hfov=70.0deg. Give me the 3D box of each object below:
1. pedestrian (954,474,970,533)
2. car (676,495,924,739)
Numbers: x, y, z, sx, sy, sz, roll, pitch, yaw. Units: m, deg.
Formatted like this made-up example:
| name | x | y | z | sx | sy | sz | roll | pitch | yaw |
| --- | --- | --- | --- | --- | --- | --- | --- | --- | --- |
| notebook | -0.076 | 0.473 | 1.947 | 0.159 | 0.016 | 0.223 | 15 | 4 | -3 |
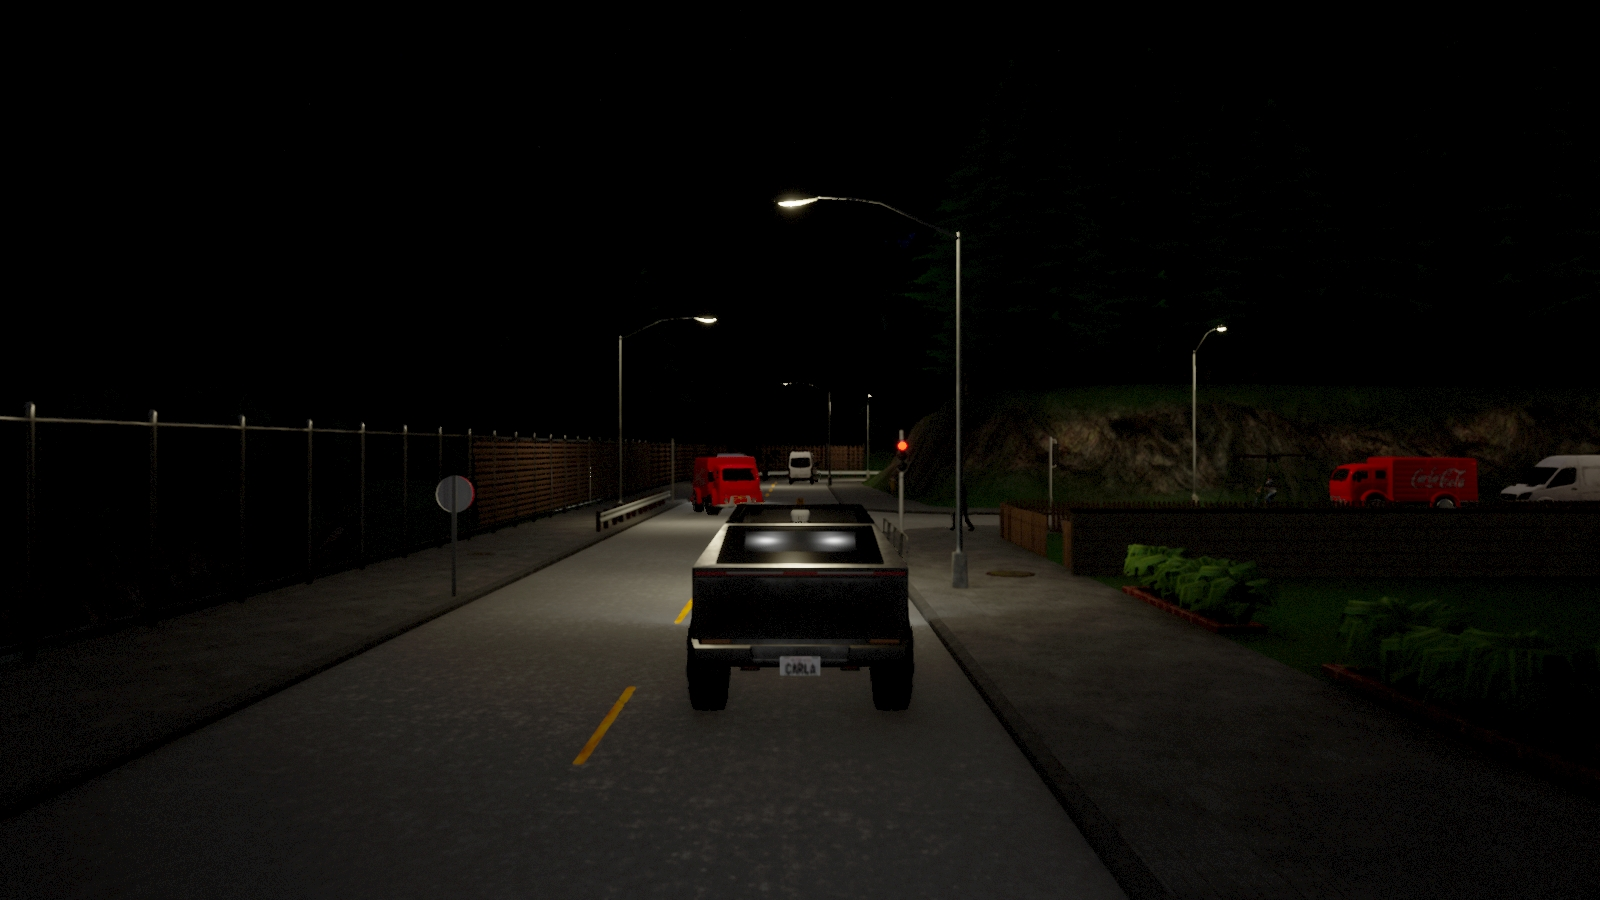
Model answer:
| name | x | y | z | sx | sy | sz | roll | pitch | yaw |
| --- | --- | --- | --- | --- | --- | --- | --- | --- | --- |
| pedestrian | 5.196 | 1.707 | 36.747 | 0.375 | 1.860 | 0.375 | 0 | 0 | -19 |
| car | 0.003 | 1.738 | 14.157 | 2.390 | 2.098 | 6.274 | 0 | 0 | 0 |
